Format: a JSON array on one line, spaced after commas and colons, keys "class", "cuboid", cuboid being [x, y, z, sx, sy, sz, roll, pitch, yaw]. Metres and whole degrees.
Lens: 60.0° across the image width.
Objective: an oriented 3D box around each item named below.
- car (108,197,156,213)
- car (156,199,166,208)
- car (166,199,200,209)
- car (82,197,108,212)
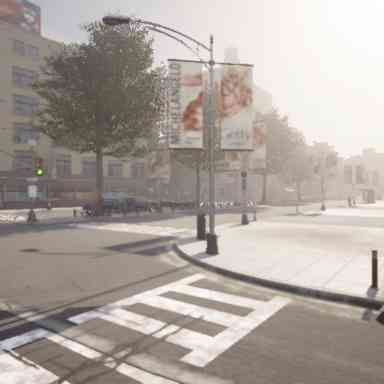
[{"class": "car", "cuboid": [-6.644, 1.379, 37.208, 2.097, 1.767, 4.553, 0, 0, 35]}, {"class": "car", "cuboid": [-4.367, 1.632, 46.471, 1.895, 1.301, 4.718, 0, 0, 36]}, {"class": "car", "cuboid": [-0.899, 1.629, 45.304, 1.895, 1.301, 4.718, 0, 0, 36]}, {"class": "car", "cuboid": [-10.285, 1.383, 38.113, 2.097, 1.767, 4.553, 0, 0, 36]}]
